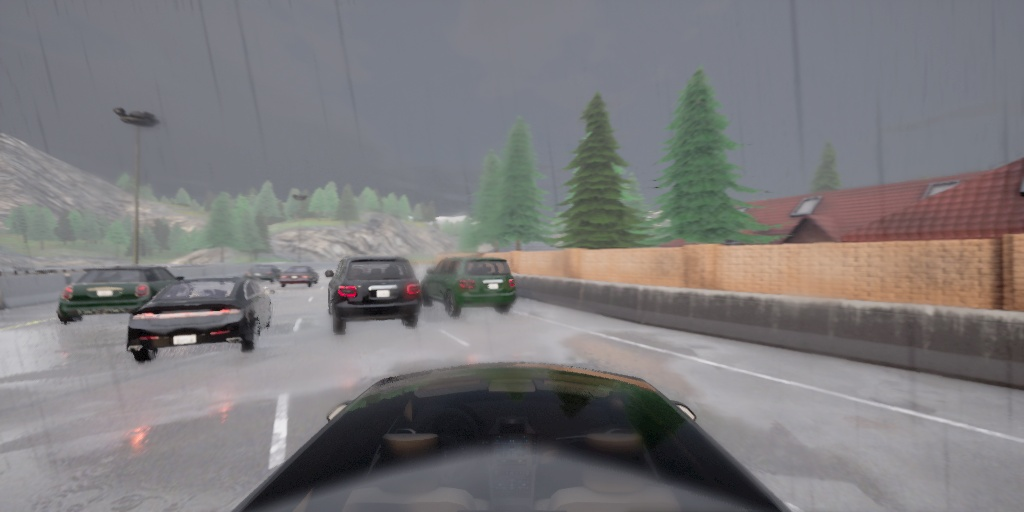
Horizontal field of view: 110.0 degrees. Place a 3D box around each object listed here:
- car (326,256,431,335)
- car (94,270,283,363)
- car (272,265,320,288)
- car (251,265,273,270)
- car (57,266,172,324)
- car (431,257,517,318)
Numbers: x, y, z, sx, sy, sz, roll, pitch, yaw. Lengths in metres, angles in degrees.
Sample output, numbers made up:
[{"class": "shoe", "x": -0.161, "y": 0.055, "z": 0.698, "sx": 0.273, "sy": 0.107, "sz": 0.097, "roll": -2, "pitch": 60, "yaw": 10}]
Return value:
[{"class": "car", "x": -4.413, "y": 1.023, "z": 11.122, "sx": 2.150, "sy": 2.045, "sz": 5.566, "roll": 1, "pitch": -1, "yaw": -28}, {"class": "car", "x": -6.863, "y": 1.257, "z": 8.371, "sx": 2.128, "sy": 1.511, "sz": 4.902, "roll": 1, "pitch": -1, "yaw": -29}, {"class": "car", "x": -14.855, "y": 1.405, "z": 25.288, "sx": 2.033, "sy": 1.411, "sz": 5.357, "roll": 0, "pitch": -1, "yaw": -22}, {"class": "car", "x": -19.994, "y": 1.424, "z": 29.170, "sx": 1.994, "sy": 1.385, "sz": 4.181, "roll": 0, "pitch": 0, "yaw": -20}, {"class": "car", "x": -12.915, "y": 1.116, "z": 12.424, "sx": 2.097, "sy": 1.767, "sz": 4.553, "roll": 1, "pitch": -1, "yaw": -27}, {"class": "car", "x": -1.841, "y": 1.058, "z": 13.722, "sx": 2.150, "sy": 2.045, "sz": 5.566, "roll": 0, "pitch": 0, "yaw": -28}]
